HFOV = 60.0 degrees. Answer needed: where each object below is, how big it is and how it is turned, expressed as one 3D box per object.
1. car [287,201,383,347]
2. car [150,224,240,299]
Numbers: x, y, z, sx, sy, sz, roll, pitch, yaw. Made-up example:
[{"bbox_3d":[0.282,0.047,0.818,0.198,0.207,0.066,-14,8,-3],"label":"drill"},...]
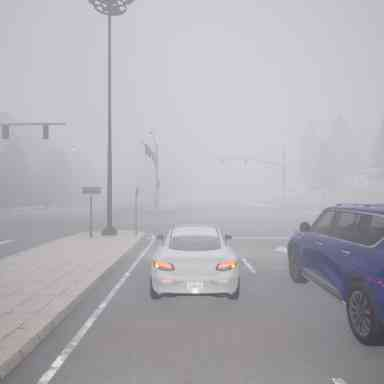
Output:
[{"bbox_3d":[3.553,1.221,6.454,2.150,2.045,5.566,0,0,1],"label":"car"},{"bbox_3d":[0.062,1.526,8.300,1.812,1.442,4.674,0,0,0],"label":"car"}]
